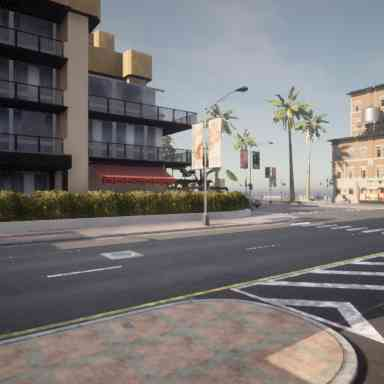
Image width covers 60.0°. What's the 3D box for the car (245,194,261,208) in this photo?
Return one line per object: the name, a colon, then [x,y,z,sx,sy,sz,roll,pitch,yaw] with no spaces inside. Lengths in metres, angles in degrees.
car: [7.433,1.221,48.093,2.150,2.045,5.566,0,0,-35]
